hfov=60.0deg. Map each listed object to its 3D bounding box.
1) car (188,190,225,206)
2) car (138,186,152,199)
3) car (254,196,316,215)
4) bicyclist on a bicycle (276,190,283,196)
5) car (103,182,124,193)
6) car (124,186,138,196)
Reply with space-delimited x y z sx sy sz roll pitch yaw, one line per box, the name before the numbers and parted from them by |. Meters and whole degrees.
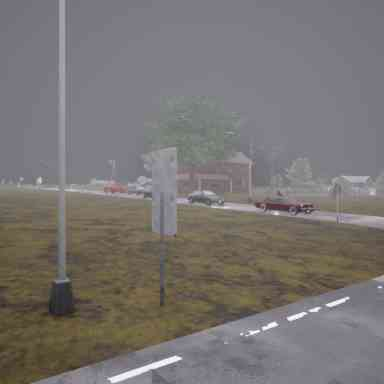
car | 1.349 0.554 33.915 1.812 1.442 4.674 0 2 -36
car | -4.516 0.018 42.084 2.097 1.767 4.553 0 2 -36
car | 7.152 0.998 25.837 1.895 1.301 4.718 0 2 -36
bicyclist on a bicycle | 8.843 0.664 33.741 1.656 1.620 0.582 0 2 -36
car | -14.168 -0.819 60.379 2.150 2.045 5.566 0 2 -36
car | -8.466 -0.188 52.541 1.812 1.442 4.674 0 2 -35
